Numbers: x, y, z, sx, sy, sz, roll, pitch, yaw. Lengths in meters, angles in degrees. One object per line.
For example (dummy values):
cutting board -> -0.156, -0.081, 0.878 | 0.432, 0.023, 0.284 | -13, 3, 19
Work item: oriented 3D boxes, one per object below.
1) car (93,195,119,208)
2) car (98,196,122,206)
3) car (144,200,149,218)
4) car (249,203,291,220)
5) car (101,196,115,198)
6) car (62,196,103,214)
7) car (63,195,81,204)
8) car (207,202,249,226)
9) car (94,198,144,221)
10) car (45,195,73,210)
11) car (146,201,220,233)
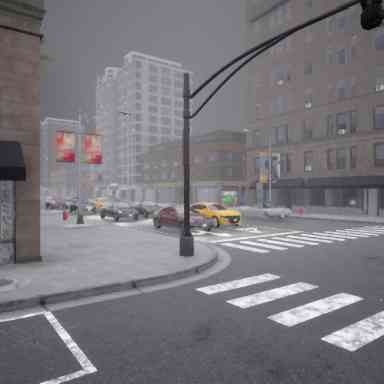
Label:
car -> -12.278, 1.281, 47.098 | 2.097, 1.767, 4.553 | 0, 0, -36
car -> -13.464, 1.461, 54.300 | 2.033, 1.411, 5.357 | 0, 0, -36
car -> -4.208, 1.485, 30.040 | 1.812, 1.442, 4.674 | 0, 0, -36
car -> 5.769, 1.563, 27.641 | 1.895, 1.301, 4.718 | 0, 0, -36
car -> -10.142, 1.422, 38.263 | 1.882, 1.535, 5.008 | 0, 0, -36
car -> -11.440, 1.443, 34.500 | 2.128, 1.511, 4.902 | 0, 0, -36
car -> -21.710, 1.407, 60.181 | 1.837, 1.490, 4.892 | 0, 0, -36
car -> 1.233, 1.451, 22.476 | 1.882, 1.535, 5.008 | 0, 0, -35
car -> -5.997, 1.491, 26.964 | 1.812, 1.442, 4.674 | 0, 0, -36
car -> -17.434, 1.289, 42.866 | 2.097, 1.767, 4.553 | 0, 0, -35
car -> -0.679, 1.505, 19.589 | 1.812, 1.442, 4.674 | 0, 0, -35
